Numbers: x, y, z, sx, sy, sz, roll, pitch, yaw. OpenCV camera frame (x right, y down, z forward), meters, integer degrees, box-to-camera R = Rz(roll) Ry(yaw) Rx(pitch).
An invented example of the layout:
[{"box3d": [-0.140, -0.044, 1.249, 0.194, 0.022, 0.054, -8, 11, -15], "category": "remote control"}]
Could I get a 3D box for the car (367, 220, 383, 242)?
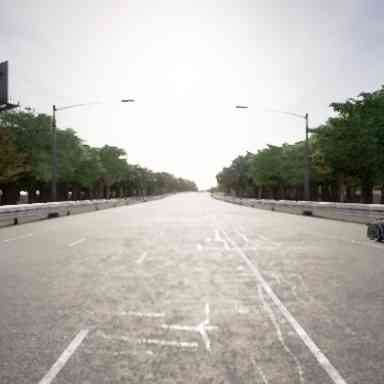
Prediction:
[{"box3d": [9.132, 1.473, 13.399, 1.994, 1.385, 4.181, 0, -1, -10], "category": "car"}]
